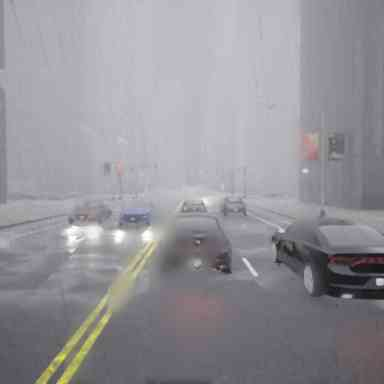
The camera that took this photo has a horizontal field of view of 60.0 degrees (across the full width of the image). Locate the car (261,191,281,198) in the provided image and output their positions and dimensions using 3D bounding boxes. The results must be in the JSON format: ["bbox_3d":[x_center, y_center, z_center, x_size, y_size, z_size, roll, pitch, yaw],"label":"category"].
[{"bbox_3d":[16.850,0.428,71.239,4.097,1.590,1.967,0,2,0],"label":"car"}]

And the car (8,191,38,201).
[{"bbox_3d":[-30.013,0.701,59.696,5.009,1.841,2.192,0,2,0],"label":"car"}]

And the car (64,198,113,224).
[{"bbox_3d":[-6.549,1.298,21.755,1.994,1.385,4.181,0,1,0],"label":"car"}]

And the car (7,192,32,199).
[{"bbox_3d":[-35.418,0.751,68.236,4.206,1.307,1.802,0,2,0],"label":"car"}]

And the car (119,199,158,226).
[{"bbox_3d":[-3.299,1.220,21.069,1.882,1.535,5.008,0,1,0],"label":"car"}]

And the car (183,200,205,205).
[{"bbox_3d":[0.157,1.271,26.811,1.895,1.301,4.718,0,1,0],"label":"car"}]

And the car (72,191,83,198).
[{"bbox_3d":[-24.569,0.572,68.211,4.097,1.590,1.967,0,2,0],"label":"car"}]

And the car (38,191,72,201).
[{"bbox_3d":[-24.586,0.933,59.693,4.313,1.339,1.947,0,2,0],"label":"car"}]

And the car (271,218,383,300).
[{"bbox_3d":[3.350,1.378,8.288,1.882,1.535,5.008,0,1,0],"label":"car"}]

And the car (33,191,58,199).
[{"bbox_3d":[-29.994,0.590,68.221,4.097,1.590,1.967,0,2,0],"label":"car"}]

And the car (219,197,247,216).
[{"bbox_3d":[3.410,1.144,28.151,2.128,1.511,4.902,0,1,0],"label":"car"}]

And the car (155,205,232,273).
[{"bbox_3d":[0.109,1.383,10.192,1.837,1.490,4.892,0,1,0],"label":"car"}]
